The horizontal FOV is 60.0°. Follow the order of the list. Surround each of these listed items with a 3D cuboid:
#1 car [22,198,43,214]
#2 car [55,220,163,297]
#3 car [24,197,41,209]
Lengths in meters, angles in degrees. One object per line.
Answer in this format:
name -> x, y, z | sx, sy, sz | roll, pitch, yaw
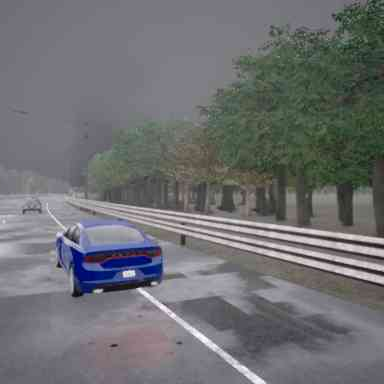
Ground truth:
car -> -16.982, 1.514, 35.394 | 2.033, 1.411, 5.357 | 0, 0, -25
car -> -2.410, 1.472, 8.790 | 1.882, 1.535, 5.008 | 0, 0, -28
car -> -21.410, 1.489, 44.759 | 1.812, 1.442, 4.674 | 0, 0, -23
